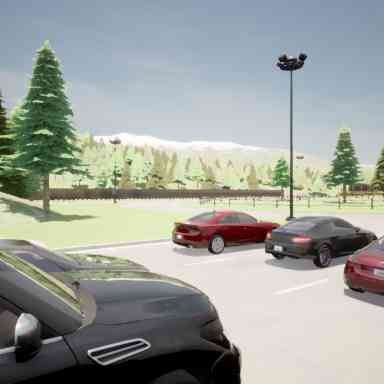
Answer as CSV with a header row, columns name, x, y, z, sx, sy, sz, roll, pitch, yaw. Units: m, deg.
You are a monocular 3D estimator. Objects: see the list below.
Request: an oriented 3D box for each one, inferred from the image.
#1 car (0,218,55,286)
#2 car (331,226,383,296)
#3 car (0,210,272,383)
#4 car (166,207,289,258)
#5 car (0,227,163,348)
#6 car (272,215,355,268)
name,x,y,z,sx,sy,sz,roll,pitch,yaw
car,-6.009,1.526,8.056,4.674,1.442,1.812,0,0,-35
car,5.386,1.564,7.651,4.181,1.385,1.994,0,0,-34
car,-2.191,1.221,2.176,5.566,2.045,2.150,0,0,-36
car,1.566,1.478,13.517,5.008,1.535,1.882,0,0,-35
car,-3.329,1.547,5.672,5.357,1.411,2.033,0,0,-36
car,4.458,1.526,11.272,4.674,1.442,1.812,0,0,-35
